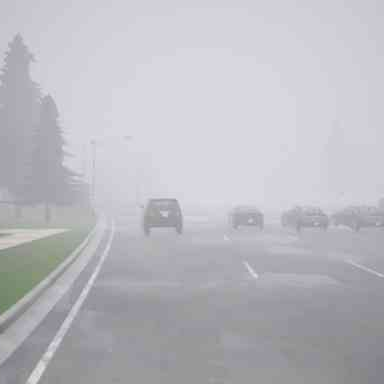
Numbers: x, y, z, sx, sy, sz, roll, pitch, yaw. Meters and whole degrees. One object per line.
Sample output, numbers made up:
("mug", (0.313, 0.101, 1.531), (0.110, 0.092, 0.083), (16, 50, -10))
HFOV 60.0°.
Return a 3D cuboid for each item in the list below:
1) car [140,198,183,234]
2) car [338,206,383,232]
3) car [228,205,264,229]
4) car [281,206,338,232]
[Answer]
("car", (-1.971, 1.366, 20.555), (2.150, 2.045, 5.566), (0, 0, -11))
("car", (10.604, 1.641, 21.365), (2.128, 1.511, 4.902), (0, 0, 0))
("car", (3.603, 1.638, 22.951), (1.882, 1.535, 5.008), (0, 0, 0))
("car", (7.102, 1.641, 21.357), (2.128, 1.511, 4.902), (0, 0, 0))
